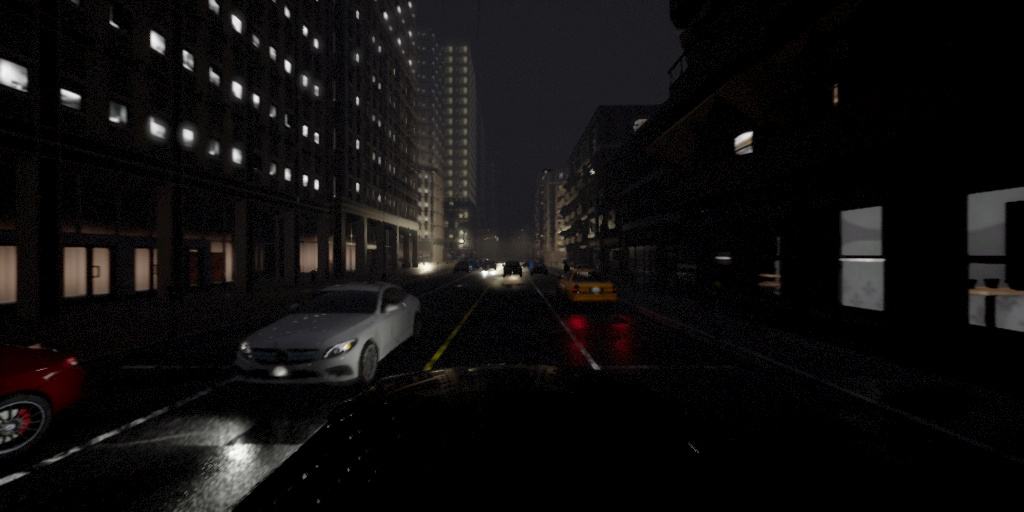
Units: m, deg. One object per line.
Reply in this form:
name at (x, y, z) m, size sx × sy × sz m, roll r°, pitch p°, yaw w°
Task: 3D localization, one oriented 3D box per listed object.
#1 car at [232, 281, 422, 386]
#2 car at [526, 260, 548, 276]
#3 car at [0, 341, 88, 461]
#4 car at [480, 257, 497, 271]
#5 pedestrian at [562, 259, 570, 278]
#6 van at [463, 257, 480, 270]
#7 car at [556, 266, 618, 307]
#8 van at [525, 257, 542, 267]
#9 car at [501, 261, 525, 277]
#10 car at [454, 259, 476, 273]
car at (-3.099, 1.271, 7.118) m, size 1.812 × 1.442 × 4.674 m, roll 0°, pitch 0°, yaw 0°
car at (2.704, 1.310, 36.242) m, size 1.802 × 1.307 × 4.207 m, roll 0°, pitch 0°, yaw 0°
car at (-5.688, 1.331, 2.354) m, size 1.802 × 1.307 × 4.207 m, roll 0°, pitch 0°, yaw 0°
car at (-3.059, 1.214, 49.407) m, size 2.128 × 1.511 × 4.902 m, roll 0°, pitch 0°, yaw 0°
pedestrian at (2.802, 1.031, 18.387) m, size 0.375 × 1.860 × 0.375 m, roll 0°, pitch 0°, yaw -2°
van at (-5.673, 1.064, 47.542) m, size 1.690 × 1.789 × 3.998 m, roll 0°, pitch 0°, yaw 0°
car at (3.006, 1.195, 15.402) m, size 1.801 × 1.575 × 5.366 m, roll 0°, pitch 0°, yaw 0°
van at (2.706, 1.066, 41.891) m, size 1.690 × 1.789 × 3.998 m, roll 0°, pitch 0°, yaw 0°
car at (0.069, 1.235, 34.628) m, size 1.837 × 1.490 × 4.892 m, roll 0°, pitch 0°, yaw 1°
car at (-5.674, 1.291, 41.894) m, size 1.948 × 1.339 × 4.313 m, roll 0°, pitch 0°, yaw 0°
